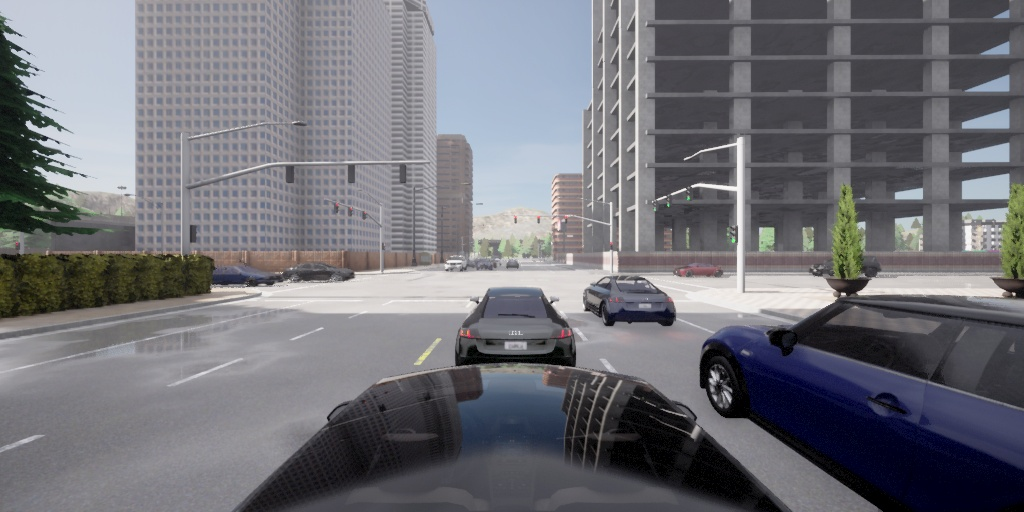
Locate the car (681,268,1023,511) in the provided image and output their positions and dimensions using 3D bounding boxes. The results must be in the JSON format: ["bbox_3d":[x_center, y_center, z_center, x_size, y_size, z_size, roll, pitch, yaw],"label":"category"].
[{"bbox_3d":[3.600,1.102,3.042,2.097,1.767,4.553,0,0,0],"label":"car"}]

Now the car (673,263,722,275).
[{"bbox_3d":[17.505,1.314,33.784,4.181,1.385,1.994,0,0,0],"label":"car"}]

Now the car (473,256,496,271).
[{"bbox_3d":[-3.731,1.102,50.025,2.097,1.767,4.553,0,0,1],"label":"car"}]

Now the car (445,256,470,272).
[{"bbox_3d":[-7.273,0.971,47.065,2.150,2.045,5.566,0,0,1],"label":"car"}]

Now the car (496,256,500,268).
[{"bbox_3d":[-3.588,1.102,58.916,2.097,1.767,4.553,0,0,1],"label":"car"}]

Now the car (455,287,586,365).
[{"bbox_3d":[0.058,1.314,7.385,1.994,1.385,4.181,0,0,0],"label":"car"}]

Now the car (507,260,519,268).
[{"bbox_3d":[0.123,1.314,60.752,1.994,1.385,4.181,0,0,1],"label":"car"}]

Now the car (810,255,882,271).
[{"bbox_3d":[31.248,0.964,33.694,5.566,2.045,2.150,-1,0,0],"label":"car"}]

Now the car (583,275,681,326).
[{"bbox_3d":[3.576,1.314,11.646,1.994,1.385,4.181,0,0,0],"label":"car"}]

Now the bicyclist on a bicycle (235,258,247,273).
[{"bbox_3d":[-29.393,1.051,38.866,0.582,1.620,1.656,0,0,0],"label":"bicyclist on a bicycle"}]

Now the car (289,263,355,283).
[{"bbox_3d":[-14.549,1.256,27.161,4.892,1.490,1.837,0,0,-5],"label":"car"}]

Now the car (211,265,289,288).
[{"bbox_3d":[-17.966,1.297,23.310,5.357,1.411,2.033,0,0,0],"label":"car"}]

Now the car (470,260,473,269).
[{"bbox_3d":[-7.103,1.314,58.193,1.994,1.385,4.181,0,0,1],"label":"car"}]
